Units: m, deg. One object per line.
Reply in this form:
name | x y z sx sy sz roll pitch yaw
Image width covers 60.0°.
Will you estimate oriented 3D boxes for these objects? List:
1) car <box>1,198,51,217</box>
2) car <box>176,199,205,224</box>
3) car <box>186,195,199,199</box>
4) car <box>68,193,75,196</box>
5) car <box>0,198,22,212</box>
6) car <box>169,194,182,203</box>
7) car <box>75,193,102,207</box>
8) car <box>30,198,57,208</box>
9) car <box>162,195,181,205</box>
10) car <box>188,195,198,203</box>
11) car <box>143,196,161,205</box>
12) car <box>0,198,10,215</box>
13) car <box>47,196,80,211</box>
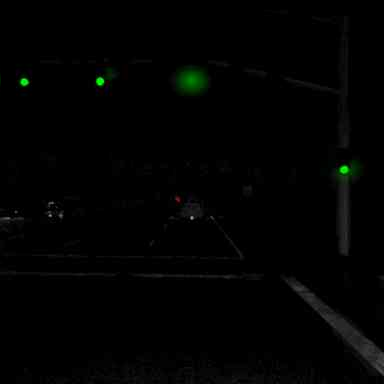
car | -15.092 1.531 30.513 1.994 1.385 4.181 0 0 0
car | 0.002 1.499 24.432 1.812 1.442 4.674 0 0 0
car | 0.045 1.466 55.449 1.812 1.442 4.674 0 0 1
car | -18.480 1.165 52.745 2.150 2.045 5.566 0 0 0
car | -22.061 1.484 39.059 1.812 1.442 4.674 0 0 0
car | -3.237 1.282 65.692 2.097 1.767 4.553 0 0 2
car | -14.994 1.169 49.403 2.150 2.045 5.566 0 0 0
car | -21.993 1.548 49.342 1.895 1.301 4.718 0 0 0
car | -3.451 1.504 55.864 1.994 1.385 4.181 0 0 1
car | 0.263 1.406 65.630 1.882 1.535 5.008 0 0 2
car | -6.955 1.488 55.454 2.033 1.411 5.357 0 0 1
car | -18.592 1.513 32.241 2.033 1.411 5.357 0 0 0
car | -15.072 1.522 38.923 1.994 1.385 4.181 0 0 0
